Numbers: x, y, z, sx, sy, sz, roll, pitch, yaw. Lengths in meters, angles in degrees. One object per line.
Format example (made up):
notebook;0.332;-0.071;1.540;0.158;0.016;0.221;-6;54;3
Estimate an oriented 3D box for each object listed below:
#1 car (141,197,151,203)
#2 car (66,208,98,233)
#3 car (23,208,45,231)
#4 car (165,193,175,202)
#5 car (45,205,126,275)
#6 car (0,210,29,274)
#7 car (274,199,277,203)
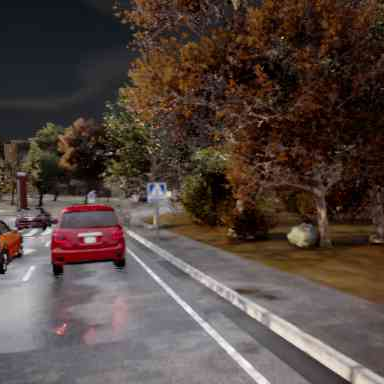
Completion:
car;-10.027;1.760;79.019;2.033;1.411;5.357;-2;1;-43
car;-8.245;2.052;25.023;2.033;1.411;5.357;-2;0;-18
car;-11.990;1.969;25.449;2.097;1.767;4.553;-2;0;-17
car;-4.504;1.234;77.053;2.150;2.045;5.566;-2;1;-34
car;-3.716;1.483;11.846;2.150;2.045;5.566;-2;-1;-19
car;-7.332;1.725;11.644;2.097;1.767;4.553;-2;-1;-19
car;20.620;2.436;91.213;4.892;1.521;2.231;0;-3;40
